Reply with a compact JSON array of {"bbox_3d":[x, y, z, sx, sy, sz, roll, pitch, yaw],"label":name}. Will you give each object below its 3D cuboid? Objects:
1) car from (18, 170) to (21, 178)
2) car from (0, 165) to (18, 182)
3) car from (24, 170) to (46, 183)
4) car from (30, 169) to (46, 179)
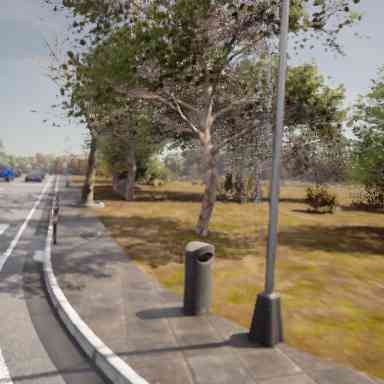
[{"bbox_3d":[-27.197,-2.899,50.477,1.994,1.385,4.181,2,4,-22],"label":"car"},{"bbox_3d":[-23.229,-2.337,40.612,2.150,2.045,5.566,2,4,-21],"label":"car"},{"bbox_3d":[-20.427,-1.986,43.043,1.994,1.385,4.181,2,4,-21],"label":"car"},{"bbox_3d":[-23.948,-2.788,51.774,1.994,1.385,4.181,2,4,-22],"label":"car"}]
